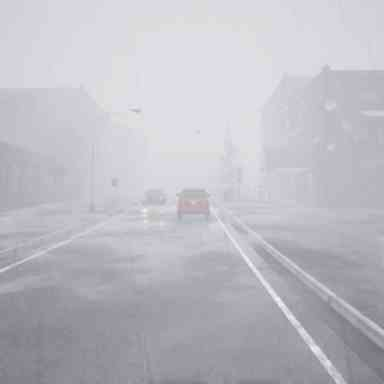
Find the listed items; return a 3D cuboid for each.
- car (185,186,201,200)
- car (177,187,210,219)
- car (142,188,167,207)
[{"bbox_3d":[0.104,0.065,42.382,1.882,1.535,5.008,0,3,0],"label":"car"},{"bbox_3d":[0.103,0.701,23.781,2.150,2.045,5.566,0,3,0],"label":"car"},{"bbox_3d":[-3.591,0.414,32.577,2.097,1.767,4.553,0,3,0],"label":"car"}]
